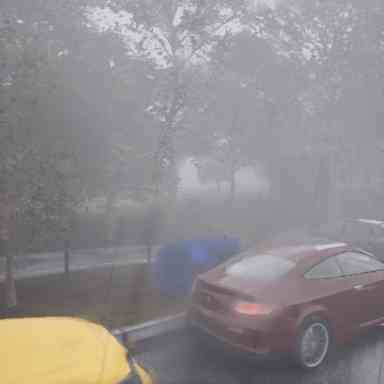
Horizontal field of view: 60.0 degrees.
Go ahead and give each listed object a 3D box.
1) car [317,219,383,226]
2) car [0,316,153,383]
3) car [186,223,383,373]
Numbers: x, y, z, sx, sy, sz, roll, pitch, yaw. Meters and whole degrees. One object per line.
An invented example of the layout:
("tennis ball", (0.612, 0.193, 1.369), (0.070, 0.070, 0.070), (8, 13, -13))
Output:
("car", (5.449, 1.642, 11.720), (5.357, 1.411, 2.033), (-2, -3, 42))
("car", (-2.887, 1.476, 1.985), (5.366, 1.575, 1.946), (-1, 0, -33))
("car", (2.102, 1.503, 5.559), (4.674, 1.452, 2.002), (0, 0, -33))
